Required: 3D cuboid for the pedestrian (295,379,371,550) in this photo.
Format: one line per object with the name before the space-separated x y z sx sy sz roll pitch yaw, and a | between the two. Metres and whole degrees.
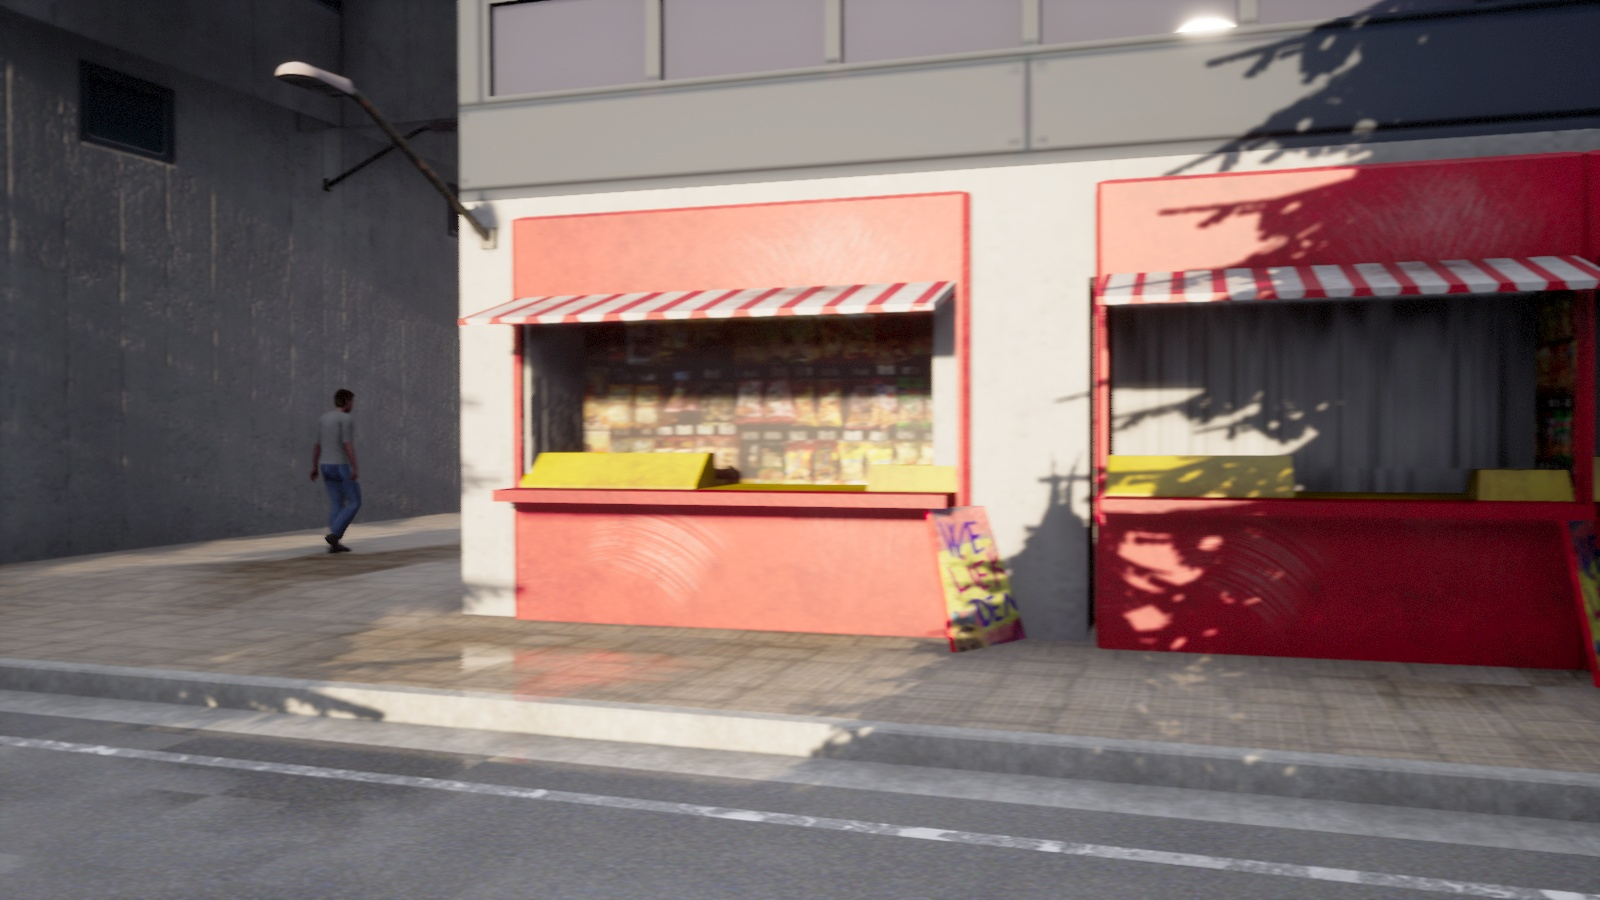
pedestrian | -5.151 0.146 13.857 0.354 1.836 0.706 1 1 34
